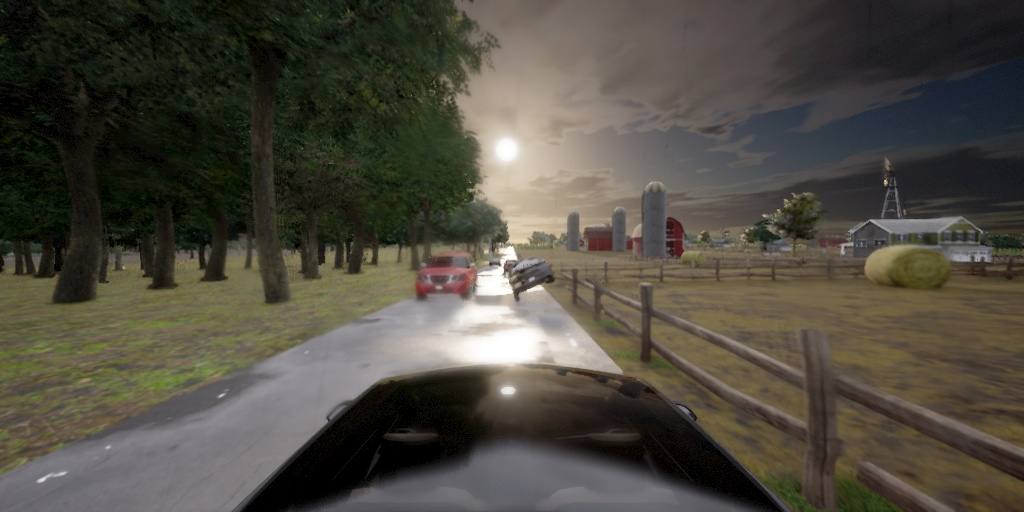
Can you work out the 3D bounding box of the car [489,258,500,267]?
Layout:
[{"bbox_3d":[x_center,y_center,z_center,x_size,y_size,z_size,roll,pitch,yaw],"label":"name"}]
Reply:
[{"bbox_3d":[-2.805,1.053,59.575,1.882,1.535,5.008,0,0,1],"label":"car"}]

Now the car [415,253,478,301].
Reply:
[{"bbox_3d":[-2.854,0.870,16.797,2.150,2.045,5.566,0,0,0],"label":"car"}]

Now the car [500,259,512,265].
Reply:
[{"bbox_3d":[0.020,1.103,37.732,1.837,1.490,4.892,0,0,1],"label":"car"}]

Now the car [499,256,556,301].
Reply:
[{"bbox_3d":[0.730,0.867,16.592,1.882,1.535,5.008,-24,-2,0],"label":"car"}]
